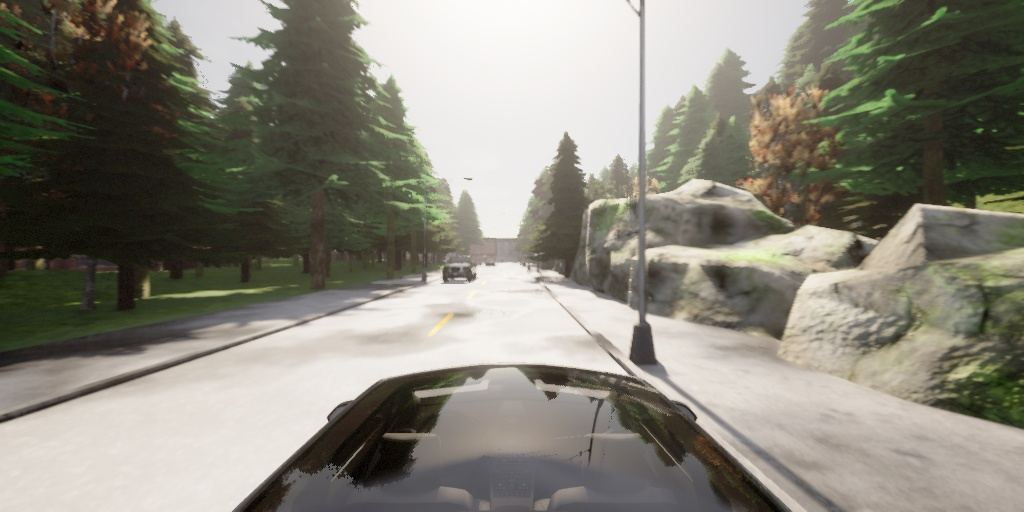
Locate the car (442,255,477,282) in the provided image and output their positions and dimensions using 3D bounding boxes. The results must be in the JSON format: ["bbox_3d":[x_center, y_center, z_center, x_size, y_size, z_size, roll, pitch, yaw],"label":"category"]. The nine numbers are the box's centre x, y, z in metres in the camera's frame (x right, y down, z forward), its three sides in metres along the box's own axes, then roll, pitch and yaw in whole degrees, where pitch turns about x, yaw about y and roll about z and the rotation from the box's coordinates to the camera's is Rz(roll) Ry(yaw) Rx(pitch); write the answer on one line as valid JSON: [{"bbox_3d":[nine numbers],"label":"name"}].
[{"bbox_3d":[-4.103,0.972,28.815,2.150,2.045,5.566,0,0,0],"label":"car"}]
